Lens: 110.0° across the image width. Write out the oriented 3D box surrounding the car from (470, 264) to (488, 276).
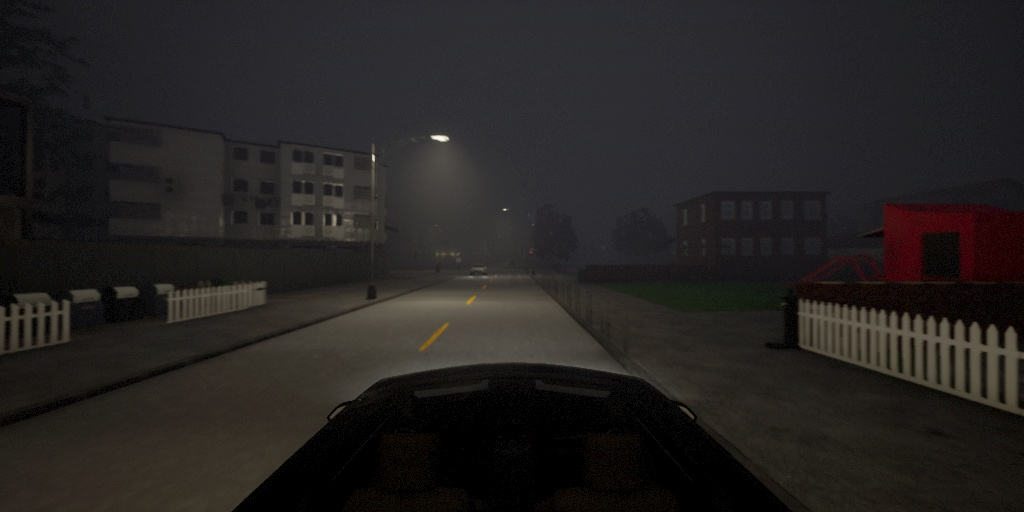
[{"bbox_3d":[-3.983,1.646,43.239,1.812,1.442,4.674,0,-1,0],"label":"car"}]
